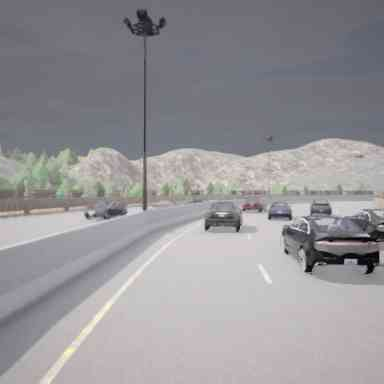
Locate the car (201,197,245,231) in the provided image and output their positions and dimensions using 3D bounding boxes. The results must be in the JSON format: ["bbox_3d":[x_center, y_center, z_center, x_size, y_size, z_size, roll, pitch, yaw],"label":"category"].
[{"bbox_3d":[2.081,1.352,20.938,2.097,1.767,4.553,0,0,10],"label":"car"}]

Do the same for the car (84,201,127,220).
[{"bbox_3d":[-7.222,1.493,28.167,2.128,1.511,4.902,0,0,15],"label":"car"}]

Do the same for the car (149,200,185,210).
[{"bbox_3d":[-2.545,1.526,31.970,1.812,1.442,4.674,0,0,18],"label":"car"}]

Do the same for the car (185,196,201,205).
[{"bbox_3d":[0.110,1.491,55.732,2.128,1.511,4.902,0,0,30],"label":"car"}]

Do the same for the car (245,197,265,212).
[{"bbox_3d":[7.285,1.351,38.106,2.097,1.767,4.553,0,0,22],"label":"car"}]

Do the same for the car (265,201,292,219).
[{"bbox_3d":[7.660,1.564,28.816,1.994,1.385,4.181,0,0,16],"label":"car"}]

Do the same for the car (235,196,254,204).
[{"bbox_3d":[10.277,1.590,65.051,1.994,1.385,4.181,0,0,37],"label":"car"}]

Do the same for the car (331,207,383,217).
[{"bbox_3d":[8.072,1.491,14.644,2.128,1.511,4.902,0,0,8],"label":"car"}]

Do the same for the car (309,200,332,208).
[{"bbox_3d":[12.493,1.491,32.314,2.128,1.511,4.902,0,0,19],"label":"car"}]

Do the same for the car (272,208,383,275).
[{"bbox_3d":[4.088,1.491,10.552,2.128,1.511,4.902,0,0,5],"label":"car"}]
